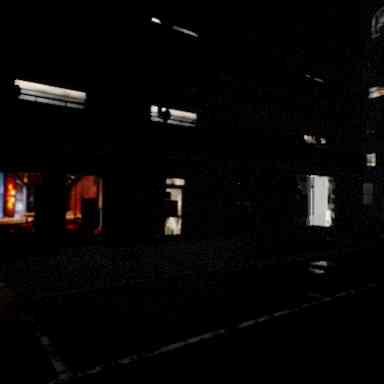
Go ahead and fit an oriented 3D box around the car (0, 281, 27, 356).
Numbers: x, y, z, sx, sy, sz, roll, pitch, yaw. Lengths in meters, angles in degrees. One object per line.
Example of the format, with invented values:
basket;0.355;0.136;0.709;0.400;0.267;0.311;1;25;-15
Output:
car;-4.413;1.508;3.402;4.829;1.417;1.752;1;0;-35

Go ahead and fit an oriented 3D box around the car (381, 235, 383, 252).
car;9.215;1.723;13.120;4.313;1.339;1.947;1;0;-35
